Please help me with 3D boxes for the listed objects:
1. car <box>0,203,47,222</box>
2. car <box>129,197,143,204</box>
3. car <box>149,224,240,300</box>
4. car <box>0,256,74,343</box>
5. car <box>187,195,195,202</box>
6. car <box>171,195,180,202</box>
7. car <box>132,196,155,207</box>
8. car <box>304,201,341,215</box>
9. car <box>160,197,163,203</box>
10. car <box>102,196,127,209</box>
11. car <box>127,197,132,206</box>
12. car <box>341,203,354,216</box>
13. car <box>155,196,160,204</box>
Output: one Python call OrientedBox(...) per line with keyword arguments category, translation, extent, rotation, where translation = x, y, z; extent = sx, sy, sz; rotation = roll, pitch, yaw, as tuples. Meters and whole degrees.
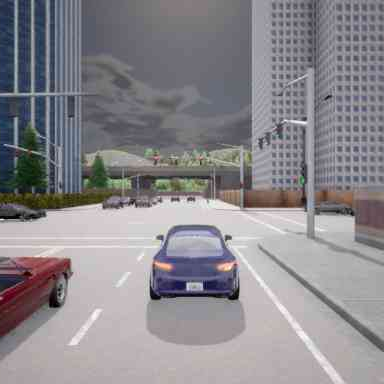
OrientedBox(category="car", translation=(-14.279, 1.547, 25.906), extent=(5.357, 1.411, 2.033), rotation=(0, 0, -1))
OrientedBox(category="car", translation=(-10.706, 1.601, 63.530), extent=(1.895, 1.301, 4.718), rotation=(0, 0, 0))
OrientedBox(category="car", translation=(0.058, 1.526, 8.252), extent=(1.812, 1.442, 4.674), rotation=(0, 0, 0))
OrientedBox(category="car", translation=(-3.452, 1.601, 4.982), extent=(1.895, 1.301, 4.718), rotation=(0, 0, 0))
OrientedBox(category="car", translation=(-0.184, 1.477, 74.528), extent=(1.837, 1.490, 4.892), rotation=(0, 0, 0))
OrientedBox(category="car", translation=(-3.684, 1.501, 74.519), extent=(1.812, 1.442, 4.674), rotation=(0, 0, 0))
OrientedBox(category="car", translation=(-7.217, 1.352, 49.837), extent=(2.097, 1.767, 4.553), rotation=(0, 0, 0))
OrientedBox(category="car", translation=(13.548, 1.564, 33.472), extent=(4.181, 1.385, 1.994), rotation=(0, 0, 0))
OrientedBox(category="car", translation=(-7.169, 1.564, 68.866), extent=(1.994, 1.385, 4.181), rotation=(0, 0, 0))
OrientedBox(category="car", translation=(-10.710, 1.352, 45.347), extent=(2.097, 1.767, 4.553), rotation=(0, 0, 0))
OrientedBox(category="car", translation=(-10.723, 1.491, 54.307), extent=(2.128, 1.511, 4.902), rotation=(0, 0, 0))
OrientedBox(category="car", translation=(16.215, 1.564, 29.966), extent=(4.181, 1.385, 1.994), rotation=(0, 0, 0))
OrientedBox(category="car", translation=(-7.222, 1.601, 58.819), extent=(1.895, 1.301, 4.718), rotation=(0, 0, 0))
